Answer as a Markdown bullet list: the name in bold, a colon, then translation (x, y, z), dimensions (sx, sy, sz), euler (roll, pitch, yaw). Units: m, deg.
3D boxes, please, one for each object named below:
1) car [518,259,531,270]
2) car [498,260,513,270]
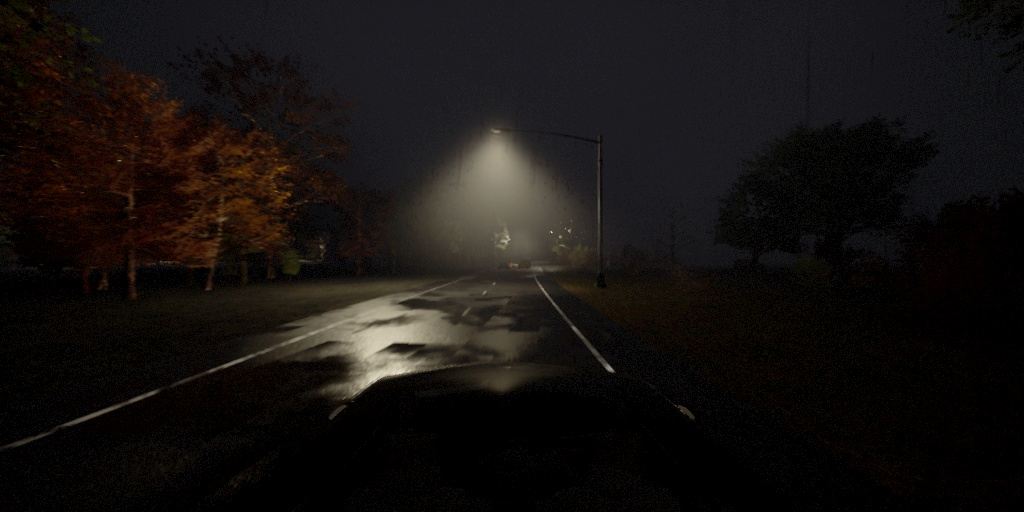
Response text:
- **car**: translation (2.095, 1.657, 64.652), dimensions (1.882, 1.535, 5.008), euler (0, 0, 4)
- **car**: translation (-1.424, 1.738, 64.476), dimensions (1.994, 1.385, 4.181), euler (0, 0, 4)
